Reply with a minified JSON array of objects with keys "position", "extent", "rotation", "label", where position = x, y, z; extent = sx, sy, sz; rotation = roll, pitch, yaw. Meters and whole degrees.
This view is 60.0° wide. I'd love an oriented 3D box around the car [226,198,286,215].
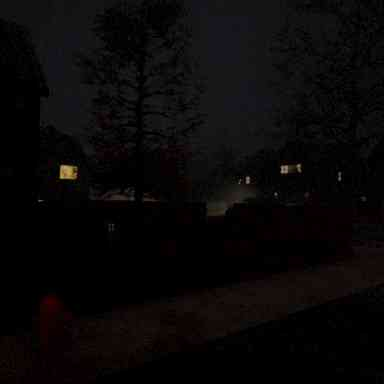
[{"position":[5.099,1.484,26.686],"extent":[2.150,2.045,5.566],"rotation":[2,-2,-35],"label":"car"}]
